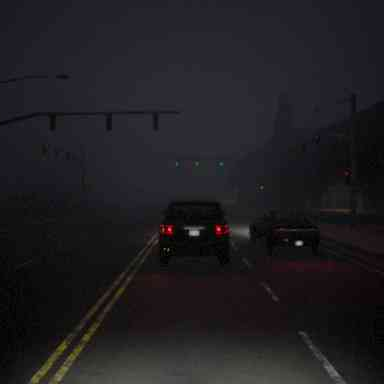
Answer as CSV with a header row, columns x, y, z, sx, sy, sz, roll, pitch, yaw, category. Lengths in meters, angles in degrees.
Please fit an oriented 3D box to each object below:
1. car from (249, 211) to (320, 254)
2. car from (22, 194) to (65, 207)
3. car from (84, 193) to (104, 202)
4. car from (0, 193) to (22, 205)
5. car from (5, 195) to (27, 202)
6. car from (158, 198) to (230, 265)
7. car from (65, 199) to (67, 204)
x,y,z,sx,sy,sz,roll,pitch,yaw,category
3.564,1.495,13.509,2.128,1.511,4.902,0,0,0,car
-21.464,1.166,48.207,4.605,1.855,1.932,0,0,0,car
-21.429,1.174,70.725,3.866,1.878,1.905,0,0,0,car
-38.949,1.172,70.718,4.605,1.855,1.932,0,0,0,car
-38.883,1.383,73.614,3.905,1.438,1.784,0,0,0,car
0.068,1.225,11.863,2.150,2.045,5.566,0,0,0,car
-21.407,1.170,51.101,3.866,1.878,1.905,0,0,0,car
